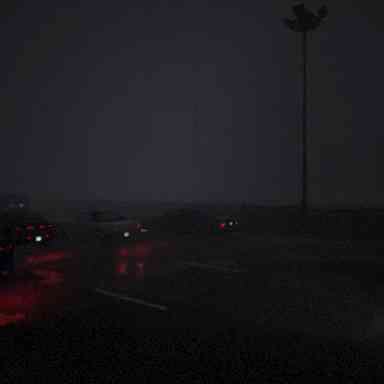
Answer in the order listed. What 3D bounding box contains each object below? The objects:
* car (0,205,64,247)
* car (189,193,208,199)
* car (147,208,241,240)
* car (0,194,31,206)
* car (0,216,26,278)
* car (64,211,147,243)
[{"bbox_3d":[-7.663,1.475,13.760,4.892,1.490,1.837,0,0,36],"label":"car"},{"bbox_3d":[1.657,1.113,82.080,4.605,1.855,1.932,0,0,35],"label":"car"},{"bbox_3d":[-0.210,1.526,17.040,5.357,1.411,2.033,0,0,36],"label":"car"},{"bbox_3d":[-15.827,1.159,28.183,5.566,2.045,2.150,0,0,36],"label":"car"},{"bbox_3d":[-6.657,1.455,8.742,5.008,1.535,1.882,0,0,36],"label":"car"},{"bbox_3d":[-4.681,1.573,15.930,4.718,1.301,1.895,0,0,36],"label":"car"}]
